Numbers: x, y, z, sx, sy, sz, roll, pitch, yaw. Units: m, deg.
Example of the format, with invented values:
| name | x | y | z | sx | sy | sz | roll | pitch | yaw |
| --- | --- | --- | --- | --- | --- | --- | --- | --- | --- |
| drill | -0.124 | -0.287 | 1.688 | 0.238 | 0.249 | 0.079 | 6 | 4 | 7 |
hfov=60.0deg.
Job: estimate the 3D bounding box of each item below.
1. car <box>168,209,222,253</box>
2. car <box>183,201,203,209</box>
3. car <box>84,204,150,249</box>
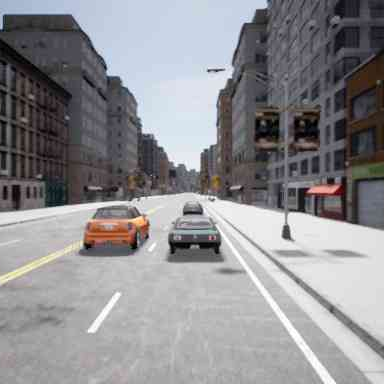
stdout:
| name | x | y | z | sx | sy | sz | roll | pitch | yaw |
| --- | --- | --- | --- | --- | --- | --- | --- | --- | --- |
| car | 0.103 | 1.612 | 13.700 | 1.895 | 1.301 | 4.718 | 0 | 0 | 0 |
| car | 0.107 | 1.592 | 32.948 | 1.994 | 1.385 | 4.181 | 0 | 0 | 0 |
| car | -3.146 | 1.364 | 14.761 | 2.097 | 1.767 | 4.553 | 0 | 0 | 0 |
